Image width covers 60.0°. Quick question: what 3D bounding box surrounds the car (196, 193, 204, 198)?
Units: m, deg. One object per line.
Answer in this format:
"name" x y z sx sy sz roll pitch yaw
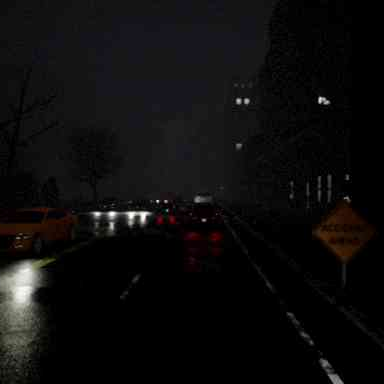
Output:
"car" 2.256 0.921 93.059 1.812 1.442 4.674 0 0 -2

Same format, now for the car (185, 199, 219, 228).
"car" 0.757 1.385 21.132 1.812 1.442 4.674 0 0 2

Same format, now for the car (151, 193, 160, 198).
"car" -7.967 0.983 71.441 1.812 1.442 4.674 0 0 0

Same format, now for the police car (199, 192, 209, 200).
"police car" 2.699 0.922 77.035 1.930 1.638 5.238 0 0 -1

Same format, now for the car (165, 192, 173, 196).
"car" -4.715 0.826 71.515 2.097 1.767 4.553 0 0 0

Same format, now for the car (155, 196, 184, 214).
"car" -2.154 1.371 32.425 1.895 1.301 4.718 0 0 3

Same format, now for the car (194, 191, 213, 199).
"car" 1.506 0.927 43.425 2.150 2.045 5.566 0 0 2

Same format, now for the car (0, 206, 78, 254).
"car" -6.214 1.365 13.207 1.882 1.535 5.008 0 1 2

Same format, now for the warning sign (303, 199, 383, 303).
"warning sign" 3.015 1.082 6.605 1.300 1.860 1.060 0 0 2

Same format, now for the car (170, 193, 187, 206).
"car" -1.700 1.202 46.491 1.812 1.442 4.674 0 0 2

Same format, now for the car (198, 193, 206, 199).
"car" 2.467 0.959 87.010 1.812 1.442 4.674 0 0 -2

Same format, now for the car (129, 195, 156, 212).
"car" -5.378 1.303 35.260 1.994 1.385 4.181 0 0 2

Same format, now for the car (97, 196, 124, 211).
"car" -8.615 1.237 35.534 1.837 1.490 4.892 0 0 2
